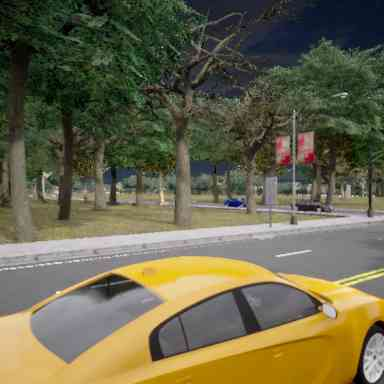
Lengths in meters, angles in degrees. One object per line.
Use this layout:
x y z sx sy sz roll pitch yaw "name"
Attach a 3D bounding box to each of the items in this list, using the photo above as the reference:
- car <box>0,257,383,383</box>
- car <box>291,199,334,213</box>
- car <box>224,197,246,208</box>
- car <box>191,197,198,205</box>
0.265 1.482 3.633 5.008 1.535 1.882 0 0 -36 "car"
13.394 1.550 37.168 1.837 1.490 4.892 0 0 -36 "car"
6.610 1.509 46.669 1.882 1.535 5.008 0 0 -36 "car"
-0.897 1.513 57.204 2.128 1.511 4.902 0 0 -35 "car"
